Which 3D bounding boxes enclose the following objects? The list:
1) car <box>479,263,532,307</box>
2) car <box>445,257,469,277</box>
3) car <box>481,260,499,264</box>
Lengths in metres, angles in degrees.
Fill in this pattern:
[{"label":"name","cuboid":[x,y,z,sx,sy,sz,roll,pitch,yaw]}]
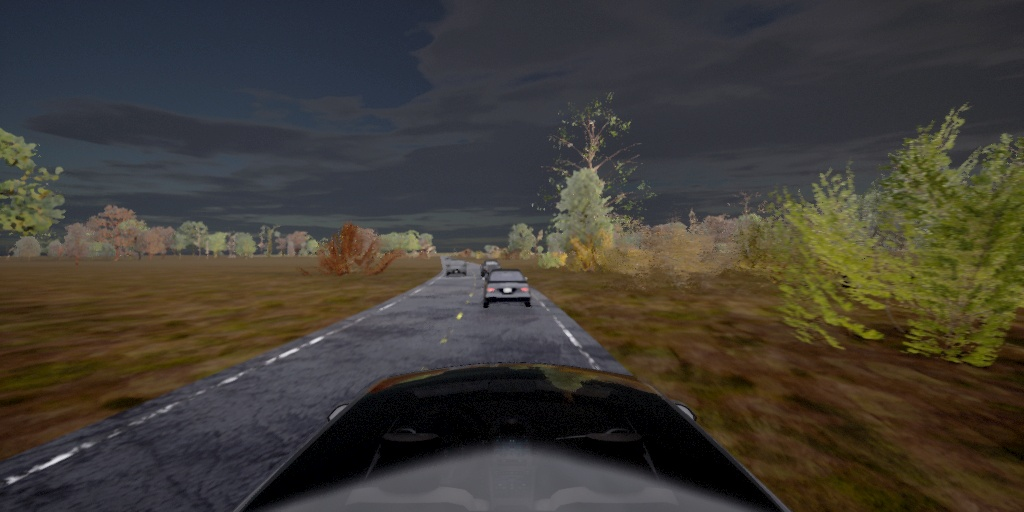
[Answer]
[{"label":"car","cuboid":[-0.272,1.217,14.936,2.033,1.411,5.357,0,0,-3]},{"label":"car","cuboid":[-5.090,1.085,33.304,1.837,1.490,4.892,0,0,-7]},{"label":"car","cuboid":[-1.959,1.090,33.887,1.812,1.442,4.674,0,0,-7]}]
